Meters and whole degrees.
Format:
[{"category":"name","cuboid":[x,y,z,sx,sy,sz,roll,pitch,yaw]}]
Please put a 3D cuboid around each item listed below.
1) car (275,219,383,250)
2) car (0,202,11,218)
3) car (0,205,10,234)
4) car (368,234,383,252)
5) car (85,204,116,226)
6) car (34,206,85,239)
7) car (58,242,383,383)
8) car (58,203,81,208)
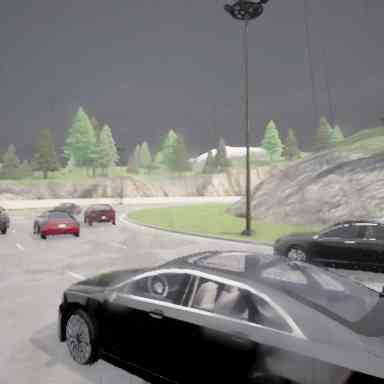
[{"category":"car","cuboid":[4.743,1.525,9.421,4.892,1.490,1.837,-1,0,38]},{"category":"car","cuboid":[-19.870,1.800,32.659,2.128,1.511,4.902,0,0,-9]},{"category":"car","cuboid":[-12.315,1.543,20.241,2.097,1.767,4.553,0,0,-27]},{"category":"car","cuboid":[5.071,1.557,4.782,4.181,1.385,1.994,-1,0,36]},{"category":"car","cuboid":[-7.094,1.664,25.415,1.882,1.535,5.008,0,-1,-23]},{"category":"car","cuboid":[-7.629,1.715,18.638,1.994,1.385,4.181,0,0,-30]},{"category":"car","cuboid":[0.220,1.511,4.123,4.902,1.511,2.128,-1,0,39]},{"category":"car","cuboid":[-13.007,1.825,35.044,2.033,1.411,5.357,0,0,-6]}]
